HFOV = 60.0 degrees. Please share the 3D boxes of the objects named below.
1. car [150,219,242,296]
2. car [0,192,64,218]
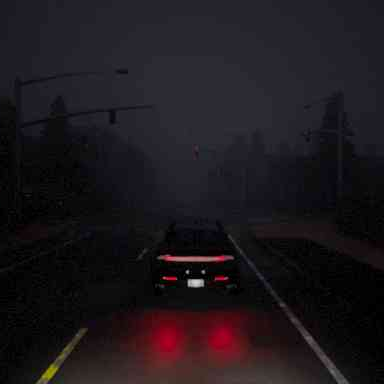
[{"bbox_3d":[0.091,1.429,8.484,2.128,1.511,4.902,0,0,1],"label":"car"},{"bbox_3d":[-13.366,1.040,27.000,5.566,2.045,2.150,0,0,-2],"label":"car"}]
